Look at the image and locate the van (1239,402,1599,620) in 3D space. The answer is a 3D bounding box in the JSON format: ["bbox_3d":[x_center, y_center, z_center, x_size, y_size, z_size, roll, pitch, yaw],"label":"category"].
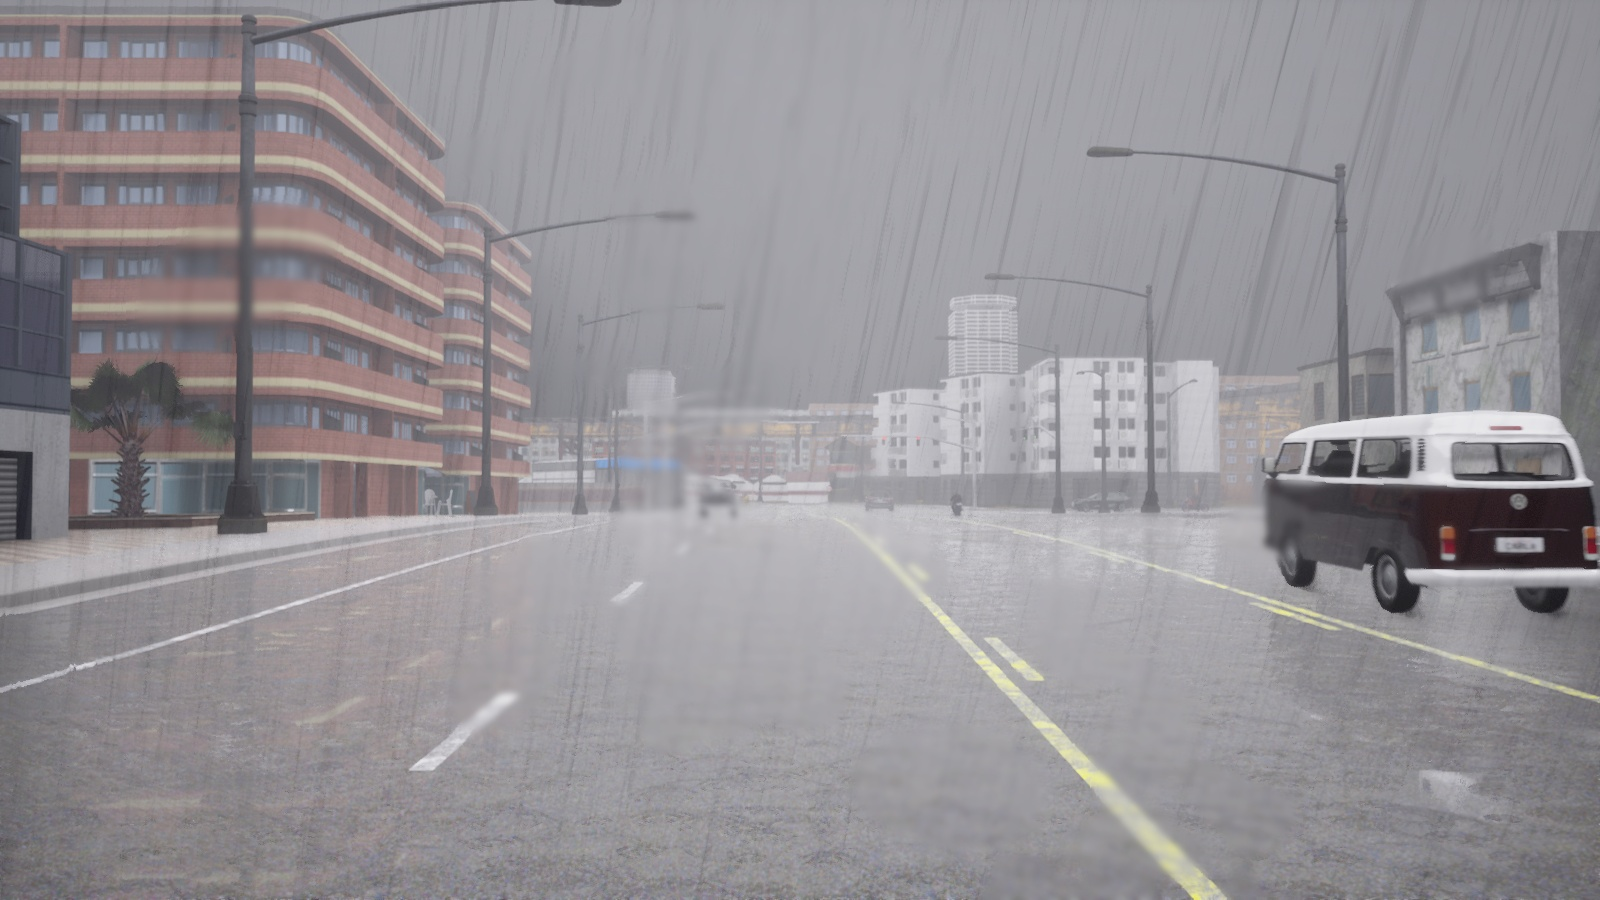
[{"bbox_3d":[6.770,0.581,14.110,2.069,2.038,4.480,-1,0,0],"label":"van"}]

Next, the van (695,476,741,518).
[{"bbox_3d":[-4.107,2.418,63.754,2.069,2.038,4.480,-1,-3,0],"label":"van"}]
